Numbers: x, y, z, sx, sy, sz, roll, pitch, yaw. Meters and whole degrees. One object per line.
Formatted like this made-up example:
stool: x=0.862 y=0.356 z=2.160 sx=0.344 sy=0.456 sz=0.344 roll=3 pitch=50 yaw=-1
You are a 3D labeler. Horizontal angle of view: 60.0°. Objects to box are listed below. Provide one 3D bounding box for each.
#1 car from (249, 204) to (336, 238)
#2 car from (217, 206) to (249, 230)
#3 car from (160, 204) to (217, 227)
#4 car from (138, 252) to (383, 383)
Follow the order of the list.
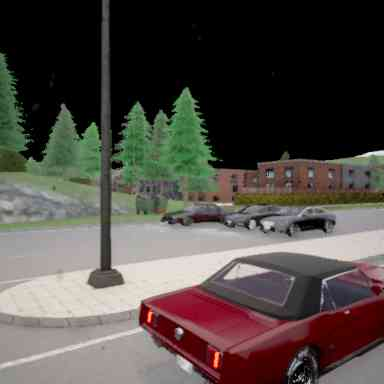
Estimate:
car: x=5.681 y=1.472 z=17.691 sx=4.902 sy=1.511 sz=2.128 roll=0 pitch=0 yaw=-35
car: x=4.187 y=1.532 z=20.914 sx=4.892 sy=1.490 sz=1.837 roll=0 pitch=0 yaw=-35
car: x=0.549 y=1.524 z=22.654 sx=5.357 sy=1.411 sz=2.033 roll=0 pitch=0 yaw=-35
car: x=1.723 y=1.595 z=4.944 sx=4.718 sy=1.301 sz=1.895 roll=0 pitch=0 yaw=-35
